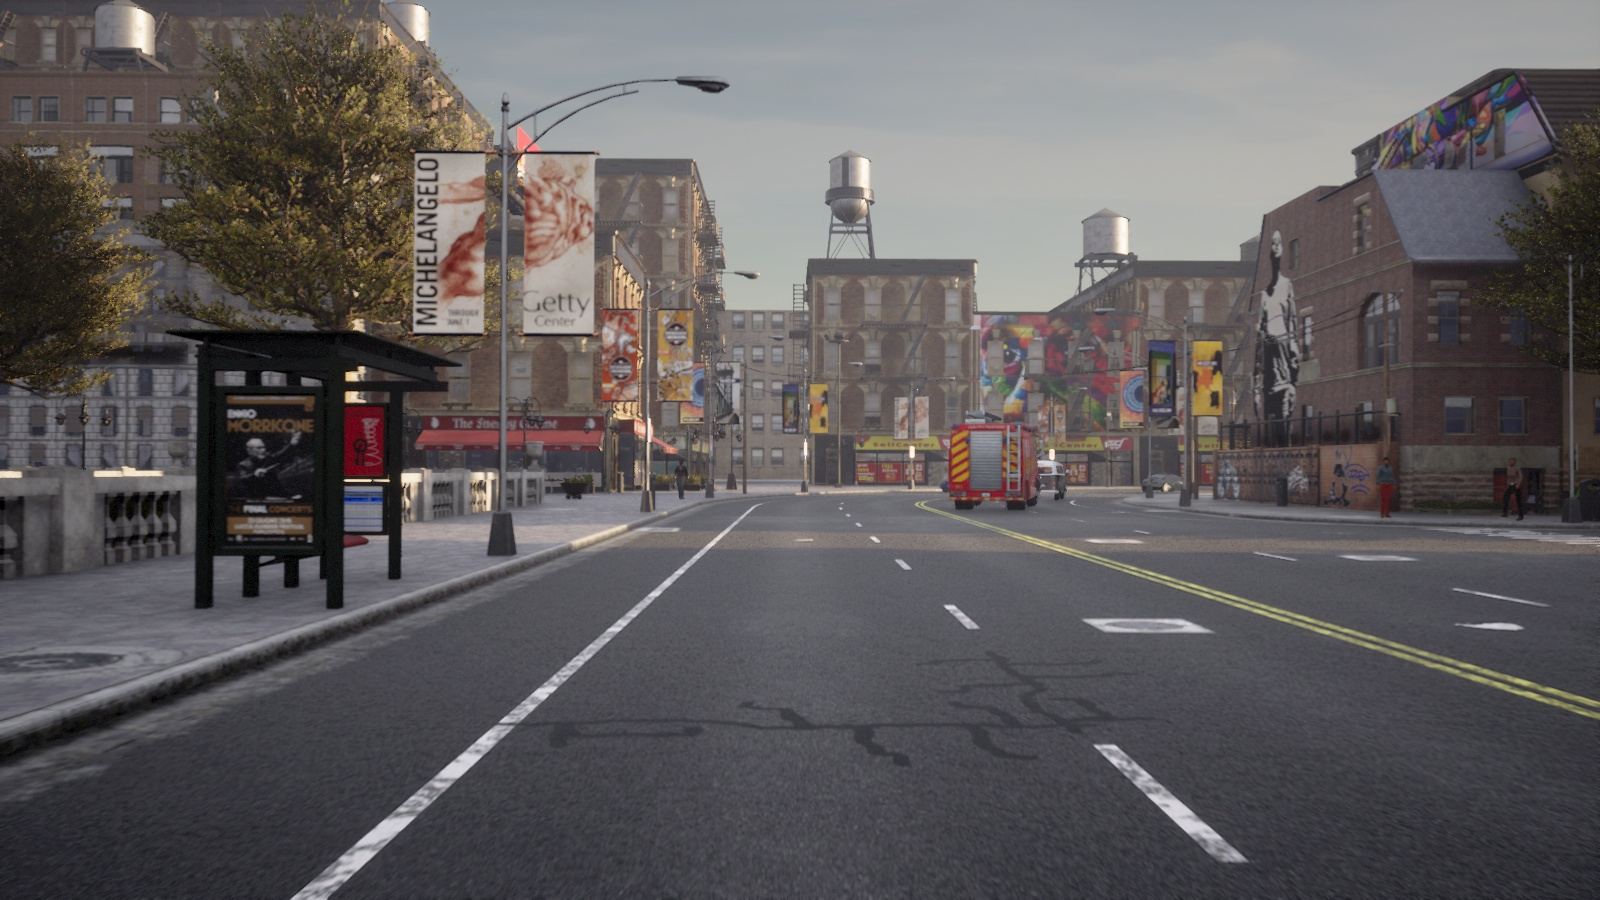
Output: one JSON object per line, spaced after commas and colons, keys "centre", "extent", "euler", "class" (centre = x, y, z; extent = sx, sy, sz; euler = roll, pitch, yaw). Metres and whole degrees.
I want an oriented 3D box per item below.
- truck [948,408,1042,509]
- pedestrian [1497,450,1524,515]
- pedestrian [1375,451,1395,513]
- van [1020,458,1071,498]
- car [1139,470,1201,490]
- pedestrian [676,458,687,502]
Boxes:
{"centre": [8.230, 0.403, 52.126], "extent": [2.891, 3.827, 8.468], "euler": [-1, -1, 15], "class": "truck"}
{"centre": [20.432, 0.932, 36.092], "extent": [0.634, 1.846, 0.331], "euler": [0, -1, -22], "class": "pedestrian"}
{"centre": [17.727, 0.973, 38.063], "extent": [0.353, 1.847, 0.614], "euler": [0, -1, 3], "class": "pedestrian"}
{"centre": [13.013, 1.487, 66.402], "extent": [2.069, 2.038, 4.480], "euler": [-1, -1, 18], "class": "van"}
{"centre": [26.197, 2.114, 88.878], "extent": [4.181, 1.385, 1.994], "euler": [0, -1, -33], "class": "car"}
{"centre": [-5.315, 1.340, 56.255], "extent": [0.402, 1.930, 0.666], "euler": [0, -1, 2], "class": "pedestrian"}
